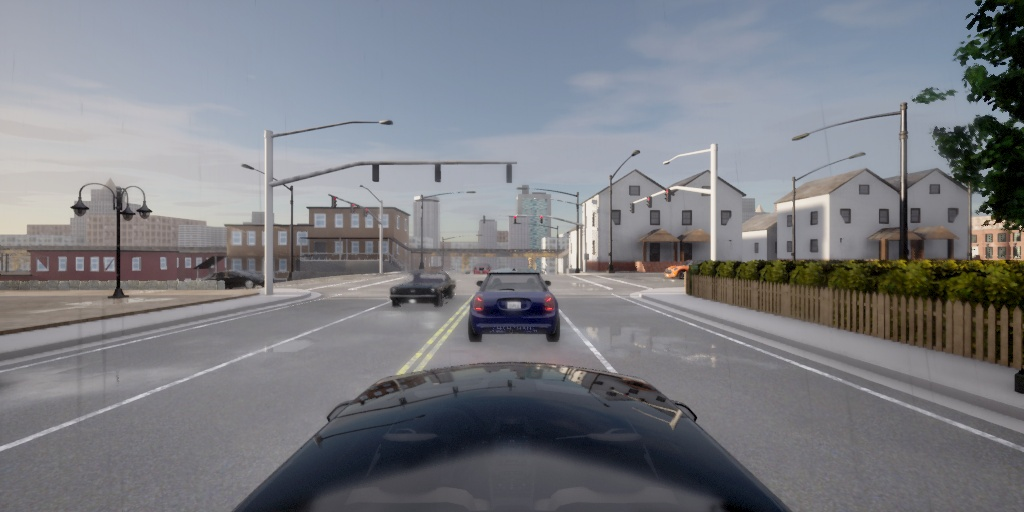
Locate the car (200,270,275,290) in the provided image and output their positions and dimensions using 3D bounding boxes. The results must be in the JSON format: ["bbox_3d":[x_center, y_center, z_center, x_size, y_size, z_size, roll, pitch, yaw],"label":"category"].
[{"bbox_3d":[-20.511,1.789,26.815,4.892,1.490,1.837,-5,0,-1],"label":"car"}]

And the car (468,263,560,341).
[{"bbox_3d":[0.054,1.102,10.009,2.097,1.767,4.553,0,0,0],"label":"car"}]

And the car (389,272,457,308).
[{"bbox_3d":[-3.633,1.351,15.318,1.895,1.301,4.718,0,0,0],"label":"car"}]

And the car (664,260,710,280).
[{"bbox_3d":[15.717,1.102,31.105,4.553,1.767,2.097,0,0,-1],"label":"car"}]

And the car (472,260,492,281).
[{"bbox_3d":[-3.732,1.912,45.771,2.150,2.045,5.566,0,-9,0],"label":"car"}]
